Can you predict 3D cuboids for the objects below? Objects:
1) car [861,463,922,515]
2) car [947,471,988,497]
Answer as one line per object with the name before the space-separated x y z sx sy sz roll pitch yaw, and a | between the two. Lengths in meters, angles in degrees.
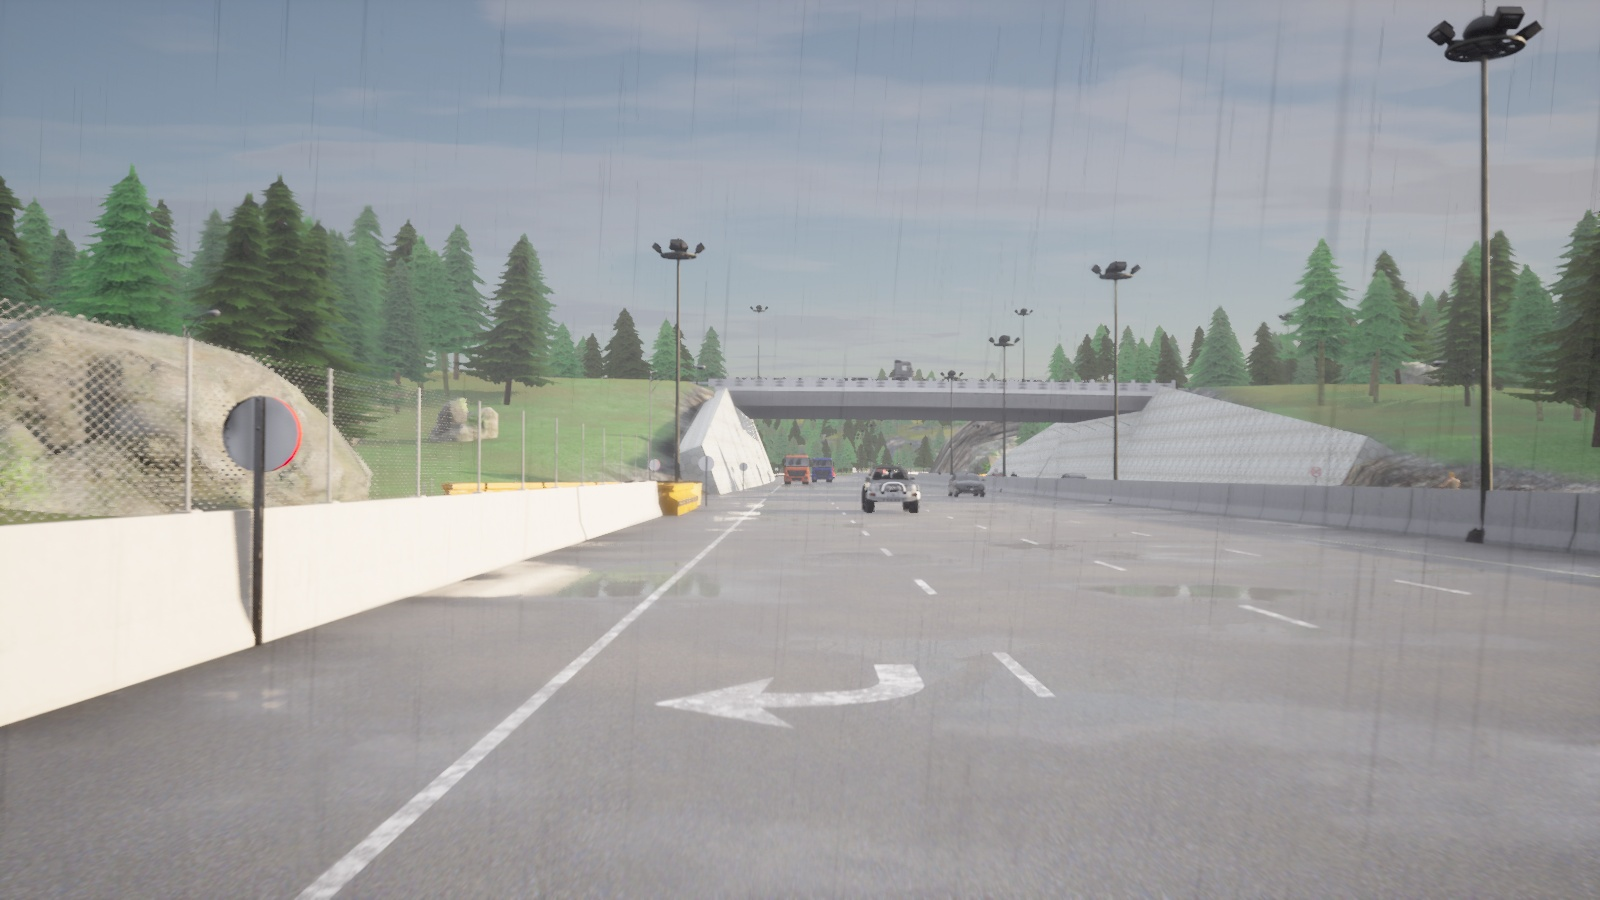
car | 3.385 1.408 47.291 1.932 1.855 4.605 0 -1 0
car | 10.313 2.076 77.531 1.837 1.490 4.892 0 -1 0
